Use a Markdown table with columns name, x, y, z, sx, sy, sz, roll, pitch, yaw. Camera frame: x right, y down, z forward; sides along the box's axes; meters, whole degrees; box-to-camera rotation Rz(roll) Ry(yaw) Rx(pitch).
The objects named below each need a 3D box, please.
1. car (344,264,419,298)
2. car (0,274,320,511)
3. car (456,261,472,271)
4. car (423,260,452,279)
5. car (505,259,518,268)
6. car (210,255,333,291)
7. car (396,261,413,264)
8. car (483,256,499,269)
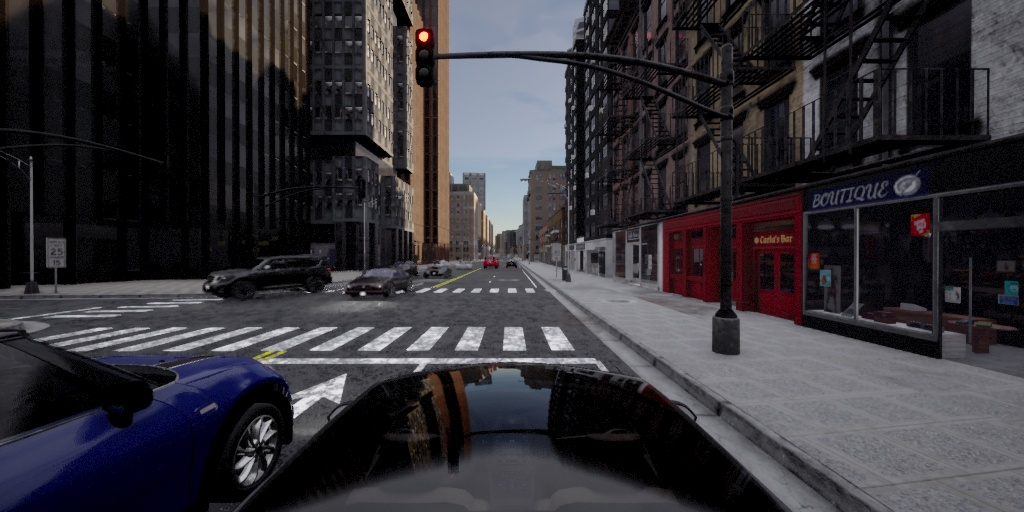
| name | x | y | z | sx | sy | sz | roll | pitch | yaw |
| --- | --- | --- | --- | --- | --- | --- | --- | --- | --- |
| car | -6.648 | 1.300 | 18.635 | 2.033 | 1.411 | 5.357 | 0 | 0 | 0 |
| car | -3.145 | 1.102 | 1.592 | 2.097 | 1.767 | 4.553 | 0 | 0 | 0 |
| car | -6.731 | 1.365 | 50.424 | 1.895 | 1.301 | 4.718 | 0 | 0 | 0 |
| car | -6.693 | 1.322 | 32.710 | 1.994 | 1.385 | 4.181 | 0 | 0 | 0 |
| car | -0.083 | 1.272 | 61.835 | 1.837 | 1.490 | 4.892 | 0 | 0 | 0 |
| car | -12.192 | 1.001 | 18.448 | 2.150 | 2.045 | 5.566 | 1 | 1 | 32 |
| car | -9.941 | 1.249 | 32.859 | 2.128 | 1.511 | 4.902 | 0 | 0 | 0 |
| car | -3.420 | 0.988 | 58.051 | 2.150 | 2.045 | 5.566 | 0 | 0 | 0 |
